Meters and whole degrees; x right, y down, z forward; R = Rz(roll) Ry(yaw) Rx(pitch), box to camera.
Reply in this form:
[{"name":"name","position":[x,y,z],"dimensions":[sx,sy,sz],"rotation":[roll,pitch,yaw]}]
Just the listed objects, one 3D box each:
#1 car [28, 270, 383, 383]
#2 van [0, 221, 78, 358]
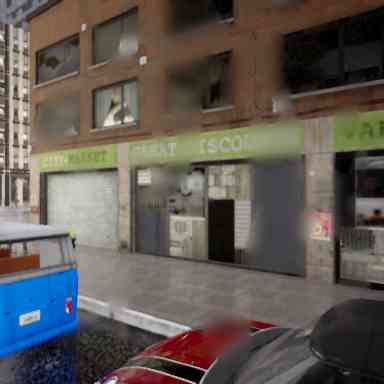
[{"name":"car","position":[1.112,1.440,1.933],"dimensions":[4.097,1.590,1.967],"rotation":[0,0,35]},{"name":"van","position":[-3.527,1.332,5.228],"dimensions":[3.998,1.788,1.690],"rotation":[0,0,35]}]
